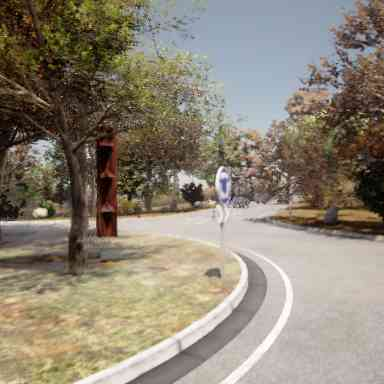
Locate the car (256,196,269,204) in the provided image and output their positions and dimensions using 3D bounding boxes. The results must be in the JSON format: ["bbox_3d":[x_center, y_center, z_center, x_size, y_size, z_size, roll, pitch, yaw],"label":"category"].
[{"bbox_3d":[13.493,1.516,63.382,2.033,1.411,5.357,-1,0,22],"label":"car"}]

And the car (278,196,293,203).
[{"bbox_3d":[17.811,1.469,64.731,2.033,1.411,5.357,-1,0,22],"label":"car"}]

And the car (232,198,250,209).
[{"bbox_3d":[7.024,1.605,47.372,1.837,1.490,4.892,-1,0,22],"label":"car"}]
